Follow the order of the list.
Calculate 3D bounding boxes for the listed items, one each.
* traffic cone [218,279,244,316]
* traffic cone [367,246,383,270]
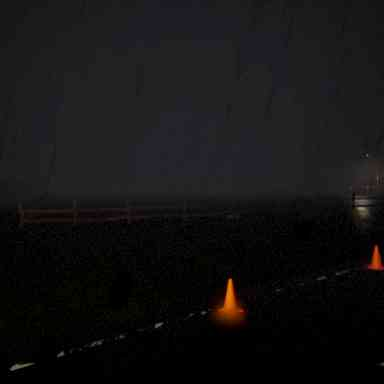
[{"bbox_3d":[0.697,1.848,5.950,0.340,0.580,0.340,-2,1,-35],"label":"traffic cone"},{"bbox_3d":[4.869,1.712,8.772,0.340,0.580,0.340,-2,1,-34],"label":"traffic cone"}]
